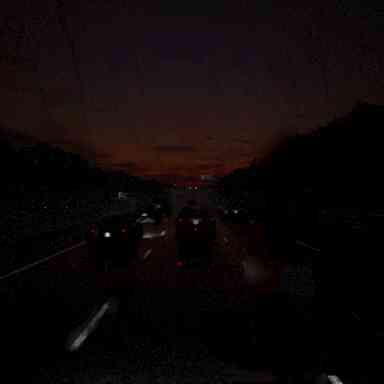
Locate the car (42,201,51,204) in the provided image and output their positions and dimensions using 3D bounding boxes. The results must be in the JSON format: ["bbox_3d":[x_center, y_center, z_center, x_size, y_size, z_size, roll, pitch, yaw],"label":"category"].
[{"bbox_3d":[-21.082,2.101,49.045,1.837,1.490,4.892,0,0,0],"label":"car"}]

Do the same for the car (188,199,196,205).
[{"bbox_3d":[-0.014,2.475,84.281,2.128,1.511,4.902,0,0,0],"label":"car"}]

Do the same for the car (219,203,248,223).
[{"bbox_3d":[3.595,1.725,29.410,2.097,1.767,4.553,0,-1,0],"label":"car"}]

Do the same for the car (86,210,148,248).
[{"bbox_3d":[-3.503,1.769,15.806,1.994,1.385,4.181,0,-1,0],"label":"car"}]

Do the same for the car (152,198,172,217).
[{"bbox_3d":[-3.506,1.694,37.840,2.150,2.045,5.566,0,-1,0],"label":"car"}]

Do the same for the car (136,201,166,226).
[{"bbox_3d":[-3.505,1.773,26.808,2.033,1.649,4.856,0,-1,0],"label":"car"}]

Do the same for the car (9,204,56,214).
[{"bbox_3d":[-14.103,1.972,29.289,1.895,1.301,4.718,0,-1,0],"label":"car"}]

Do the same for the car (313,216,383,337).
[{"bbox_3d":[3.599,1.285,4.616,2.150,2.045,5.566,0,-1,0],"label":"car"}]

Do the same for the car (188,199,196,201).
[{"bbox_3d":[-0.013,2.357,73.756,1.837,1.490,4.892,0,-1,0],"label":"car"}]

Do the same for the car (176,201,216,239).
[{"bbox_3d":[0.162,1.598,19.109,2.097,1.767,4.553,0,-1,-1],"label":"car"}]

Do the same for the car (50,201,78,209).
[{"bbox_3d":[-17.590,2.076,46.695,1.837,1.490,4.892,0,0,0],"label":"car"}]
